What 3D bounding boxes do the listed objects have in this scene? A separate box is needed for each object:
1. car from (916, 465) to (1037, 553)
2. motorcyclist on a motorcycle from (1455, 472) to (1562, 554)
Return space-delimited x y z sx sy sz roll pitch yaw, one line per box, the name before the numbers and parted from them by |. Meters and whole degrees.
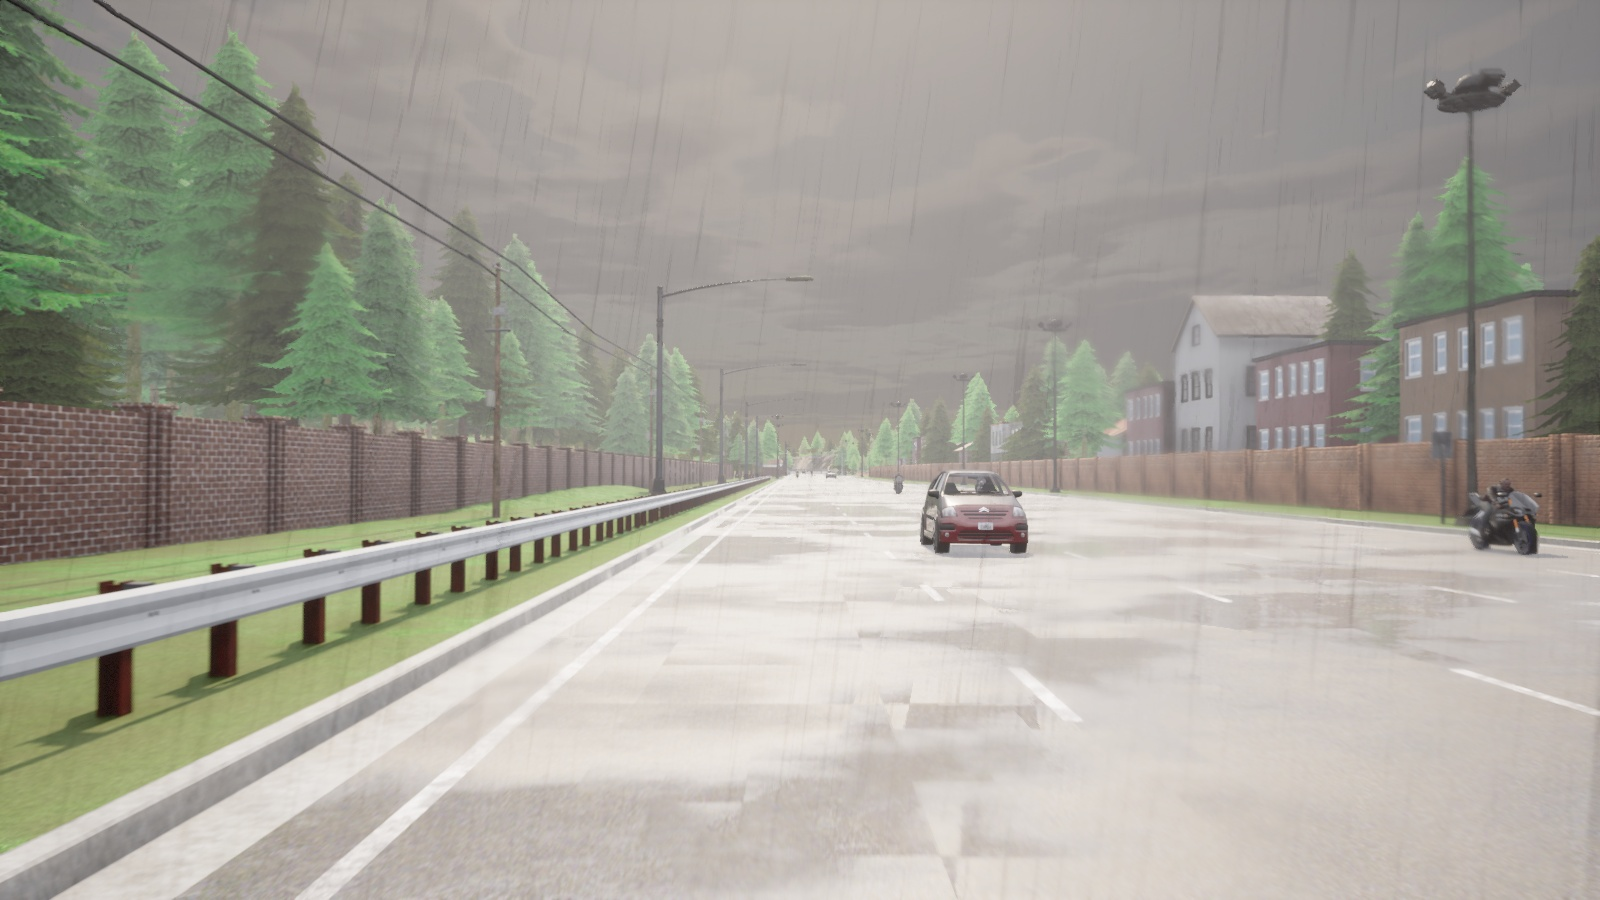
car | 3.437 1.120 25.143 1.851 1.617 3.988 0 -1 0
motorcyclist on a motorcycle | 13.938 1.209 24.790 0.866 1.530 2.191 0 -1 0
